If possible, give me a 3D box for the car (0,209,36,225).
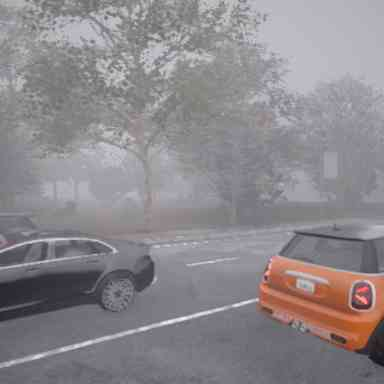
[{"bbox_3d":[-5.922,1.330,8.259,4.553,1.767,2.097,0,0,-35],"label":"car"}]

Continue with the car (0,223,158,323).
[{"bbox_3d":[-3.010,1.476,6.040,4.902,1.511,2.128,0,0,-35],"label":"car"}]

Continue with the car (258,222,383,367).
[{"bbox_3d":[3.375,1.342,5.887,4.553,1.767,2.097,0,0,-34],"label":"car"}]
